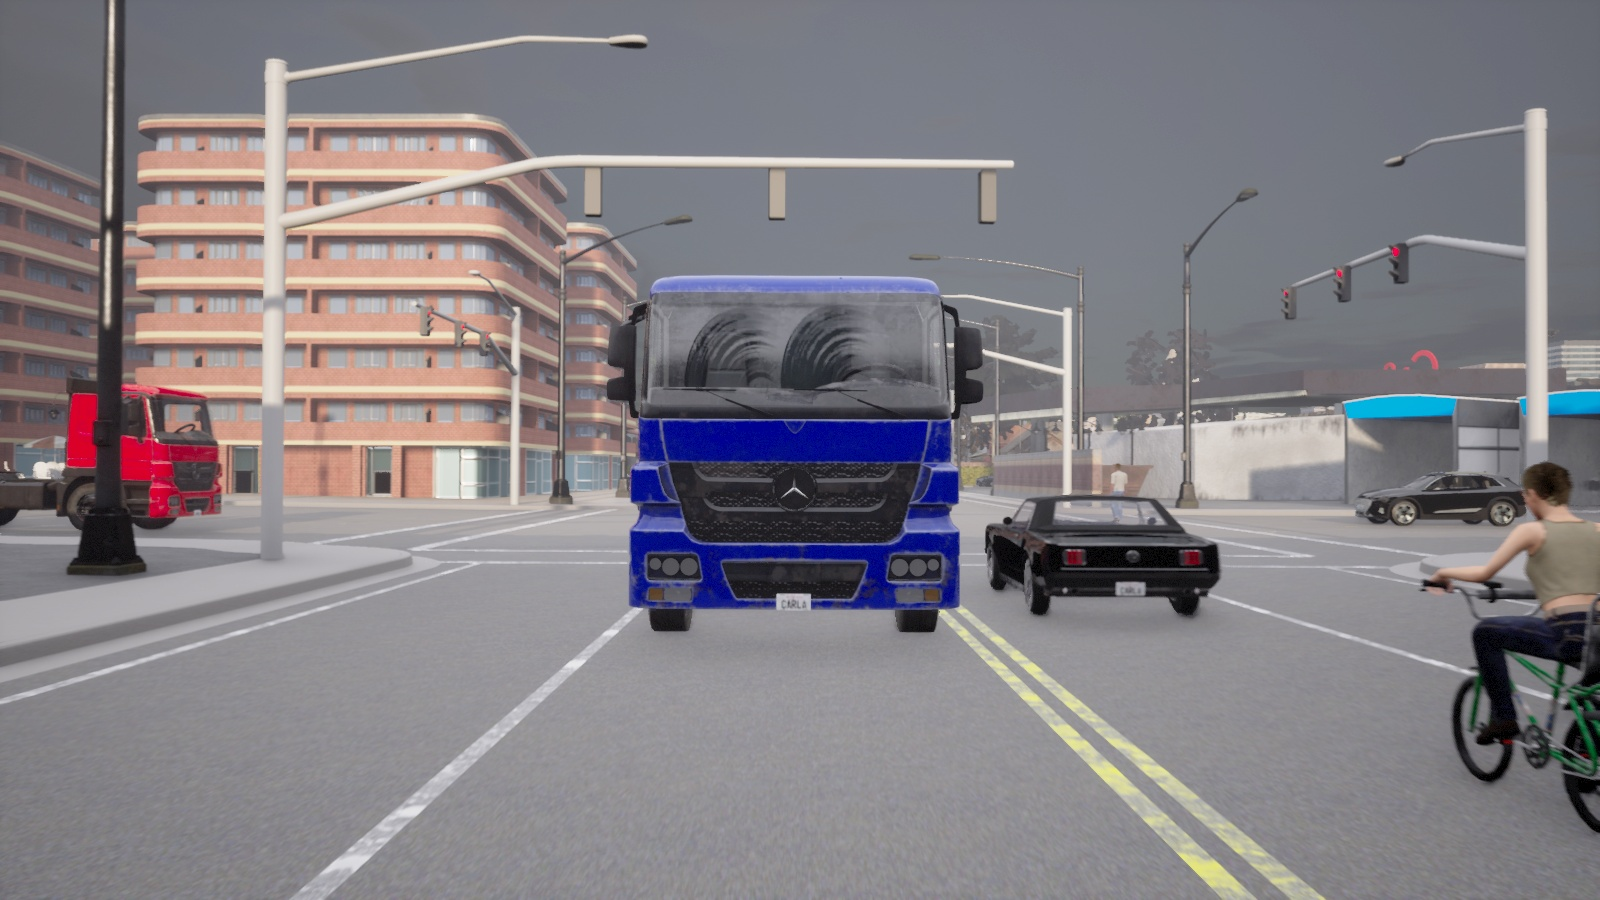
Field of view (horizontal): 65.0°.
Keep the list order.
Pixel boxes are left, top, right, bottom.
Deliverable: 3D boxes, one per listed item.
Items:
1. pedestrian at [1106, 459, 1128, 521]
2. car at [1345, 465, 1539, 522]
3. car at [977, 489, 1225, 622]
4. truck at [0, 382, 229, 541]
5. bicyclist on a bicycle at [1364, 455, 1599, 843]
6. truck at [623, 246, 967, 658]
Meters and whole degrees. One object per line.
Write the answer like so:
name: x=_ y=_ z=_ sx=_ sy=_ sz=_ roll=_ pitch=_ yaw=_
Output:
pedestrian: x=9.530 y=1.188 z=37.759 sx=0.354 sy=1.836 sz=0.706 roll=0 pitch=-1 yaw=-12
car: x=19.476 y=1.306 z=38.243 sx=4.856 sy=1.649 sz=2.033 roll=0 pitch=-1 yaw=1
car: x=3.433 y=1.157 z=15.296 sx=1.895 sy=1.301 sz=4.718 roll=0 pitch=-1 yaw=0
truck: x=-17.841 y=0.256 z=29.017 sx=7.936 sy=3.462 sz=2.891 roll=0 pitch=-1 yaw=0
bicyclist on a bicycle: x=3.470 y=0.837 z=5.985 sx=0.866 sy=1.612 sz=1.509 roll=0 pitch=-1 yaw=0
truck: x=-0.060 y=0.077 z=14.563 sx=2.891 sy=3.462 sz=7.936 roll=0 pitch=-1 yaw=0
